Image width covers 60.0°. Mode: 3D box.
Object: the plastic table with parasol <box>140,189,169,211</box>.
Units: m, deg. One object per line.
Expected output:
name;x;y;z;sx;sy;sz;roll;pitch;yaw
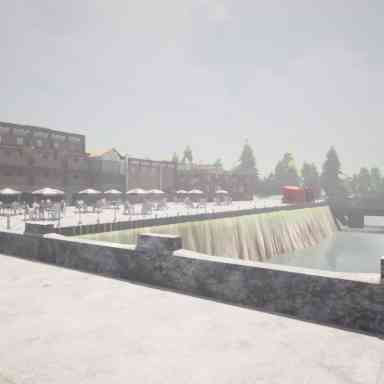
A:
plastic table with parasol;-4.538;0.925;40.197;2.482;2.480;2.482;0;0;35

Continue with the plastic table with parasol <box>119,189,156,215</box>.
plastic table with parasol;-5.297;0.925;32.509;2.482;2.480;2.482;0;0;35
